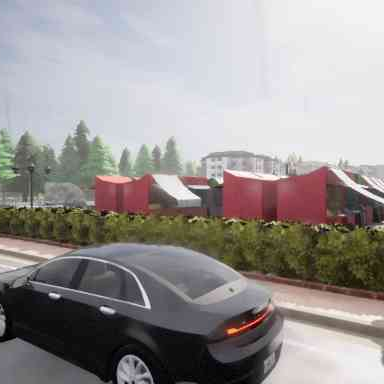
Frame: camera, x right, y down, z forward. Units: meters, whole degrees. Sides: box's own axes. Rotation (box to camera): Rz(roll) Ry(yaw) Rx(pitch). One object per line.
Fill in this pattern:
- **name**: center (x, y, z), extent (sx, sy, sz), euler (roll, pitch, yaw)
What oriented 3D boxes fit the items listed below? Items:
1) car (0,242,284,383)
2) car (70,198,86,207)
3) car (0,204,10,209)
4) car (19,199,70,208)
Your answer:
- **car**: center (-1.173, 1.505, 4.839), extent (4.892, 1.490, 1.837), euler (0, 0, 36)
- **car**: center (-15.252, 1.547, 40.559), extent (2.128, 1.511, 4.902), euler (0, 0, 36)
- **car**: center (-20.862, 1.603, 32.821), extent (2.033, 1.411, 5.357), euler (0, 0, 39)
- **car**: center (-15.516, 1.656, 34.248), extent (1.895, 1.301, 4.718), euler (0, 0, 36)
